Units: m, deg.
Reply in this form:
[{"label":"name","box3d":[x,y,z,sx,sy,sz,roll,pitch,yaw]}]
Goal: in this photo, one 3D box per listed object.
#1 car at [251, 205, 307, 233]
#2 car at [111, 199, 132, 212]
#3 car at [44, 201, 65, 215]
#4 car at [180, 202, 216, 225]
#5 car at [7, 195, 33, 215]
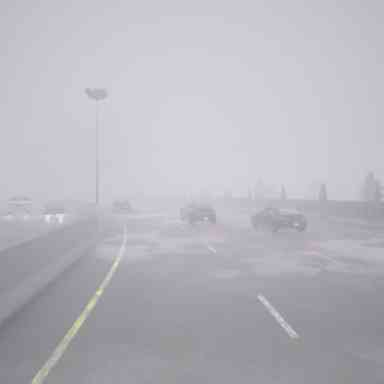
[{"label":"car","box3d":[4.990,1.507,19.456,1.812,1.442,4.674,0,0,-10]},{"label":"car","box3d":[-8.317,1.536,38.986,2.128,1.511,4.902,0,0,-23]},{"label":"car","box3d":[-14.605,1.636,35.424,1.994,1.385,4.181,0,0,-23]},{"label":"car","box3d":[0.366,1.508,24.204,1.837,1.490,4.892,0,0,-13]},{"label":"car","box3d":[-18.811,1.311,36.437,2.150,2.045,5.566,0,0,-25]}]
